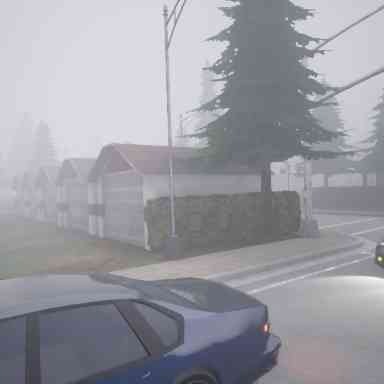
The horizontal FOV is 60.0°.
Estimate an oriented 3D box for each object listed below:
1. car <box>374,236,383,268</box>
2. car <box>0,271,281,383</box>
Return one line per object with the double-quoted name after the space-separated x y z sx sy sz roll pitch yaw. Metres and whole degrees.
6.459 1.224 8.505 4.181 1.385 1.994 -1 0 -37 "car"
-1.610 1.539 2.824 5.357 1.411 2.033 -2 1 -34 "car"
